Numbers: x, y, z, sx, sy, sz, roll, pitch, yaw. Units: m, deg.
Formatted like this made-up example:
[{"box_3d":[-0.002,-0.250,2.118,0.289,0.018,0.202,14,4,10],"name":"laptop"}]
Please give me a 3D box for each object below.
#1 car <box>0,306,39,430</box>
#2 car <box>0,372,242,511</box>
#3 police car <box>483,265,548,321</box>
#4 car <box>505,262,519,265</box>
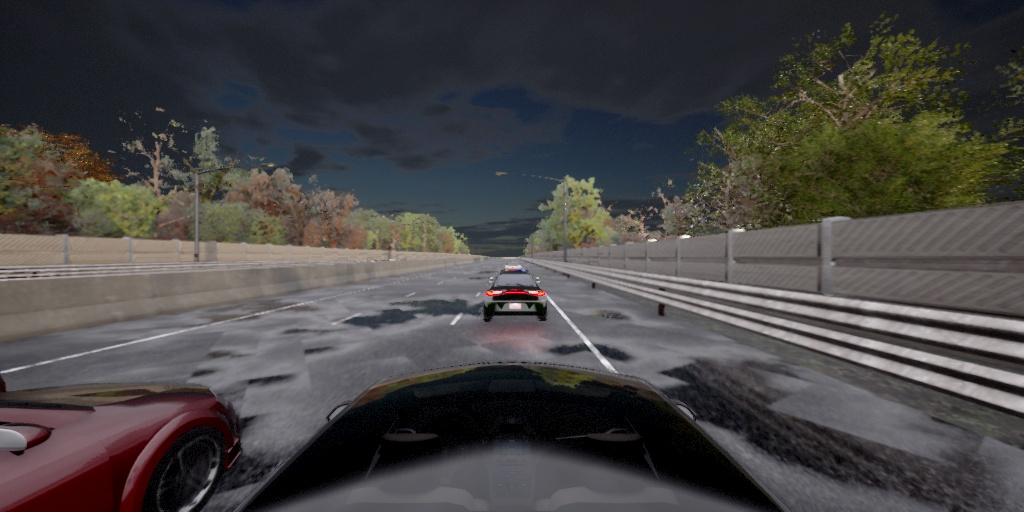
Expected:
[{"box_3d":[-6.900,1.314,2.383,1.994,1.385,4.181,0,0,0],"name":"car"},{"box_3d":[-3.401,1.314,1.455,1.994,1.385,4.181,0,0,0],"name":"car"},{"box_3d":[0.098,1.257,12.648,2.038,1.542,4.974,0,0,0],"name":"police car"},{"box_3d":[0.091,1.361,44.310,1.895,1.301,4.718,0,0,0],"name":"car"}]
